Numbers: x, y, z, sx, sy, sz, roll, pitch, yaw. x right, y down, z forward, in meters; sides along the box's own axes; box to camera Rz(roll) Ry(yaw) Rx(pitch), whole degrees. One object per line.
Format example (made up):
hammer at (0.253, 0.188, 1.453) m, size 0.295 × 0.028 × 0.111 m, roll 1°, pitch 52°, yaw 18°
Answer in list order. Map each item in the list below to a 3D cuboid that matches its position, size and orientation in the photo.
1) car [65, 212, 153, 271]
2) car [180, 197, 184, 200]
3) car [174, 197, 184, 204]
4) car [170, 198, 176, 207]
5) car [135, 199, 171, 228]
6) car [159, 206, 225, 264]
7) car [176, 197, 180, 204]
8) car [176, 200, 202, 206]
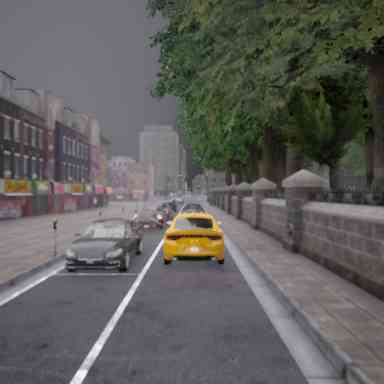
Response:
car at (-2.641, 1.568, 10.788) m, size 2.008 × 1.369 × 4.403 m, roll 0°, pitch 0°, yaw 0°
car at (-2.569, 1.687, 63.219) m, size 1.802 × 1.307 × 4.206 m, roll 0°, pitch 0°, yaw 0°
car at (-2.565, 1.677, 66.881) m, size 1.947 × 1.339 × 4.313 m, roll 0°, pitch 0°, yaw 0°
car at (-2.619, 1.484, 26.599) m, size 1.967 × 1.590 × 4.097 m, roll 0°, pitch 0°, yaw 0°
car at (-2.626, 1.475, 21.328) m, size 1.967 × 1.590 × 4.097 m, roll 0°, pitch 0°, yaw 0°
car at (0.080, 1.497, 12.004) m, size 1.882 × 1.535 × 5.008 m, roll 0°, pitch 0°, yaw 0°
car at (-2.708, 1.571, 39.519) m, size 1.837 × 1.490 × 4.892 m, roll 0°, pitch 0°, yaw 0°
car at (0.093, 1.592, 26.479) m, size 2.033 × 1.411 × 5.357 m, roll 0°, pitch 0°, yaw 0°
